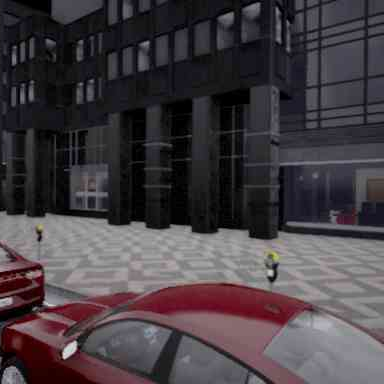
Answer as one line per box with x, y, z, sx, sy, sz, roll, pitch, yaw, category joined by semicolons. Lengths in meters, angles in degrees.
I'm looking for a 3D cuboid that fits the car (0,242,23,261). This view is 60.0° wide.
-4.587;1.482;6.232;4.507;1.381;1.887;1;0;35;car

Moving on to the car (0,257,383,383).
0.002;1.531;2.960;4.507;1.381;1.887;1;0;35;car
